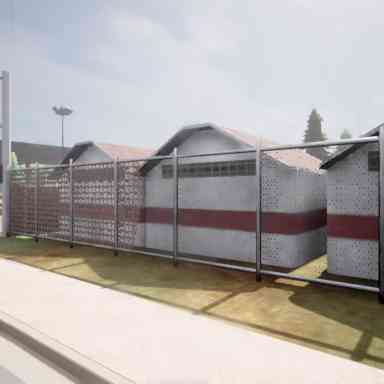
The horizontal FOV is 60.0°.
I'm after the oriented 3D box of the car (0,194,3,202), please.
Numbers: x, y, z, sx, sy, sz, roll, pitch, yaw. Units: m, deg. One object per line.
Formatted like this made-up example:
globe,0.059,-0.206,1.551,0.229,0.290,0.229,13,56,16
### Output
car,-22.540,1.222,40.007,2.150,2.045,5.566,0,0,37
